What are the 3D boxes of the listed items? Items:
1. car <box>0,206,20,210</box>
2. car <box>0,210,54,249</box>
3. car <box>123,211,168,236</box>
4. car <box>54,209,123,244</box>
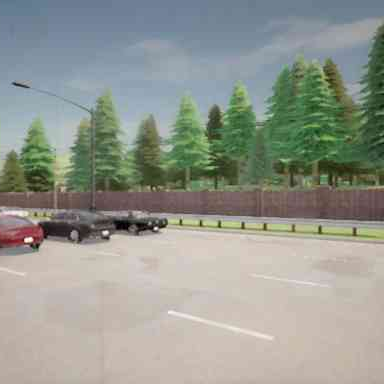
[{"bbox_3d":[-15.975,1.873,28.171,4.718,1.301,1.895,-1,0,36],"label":"car"},{"bbox_3d":[-8.045,1.661,13.917,4.674,1.442,1.812,0,0,36],"label":"car"},{"bbox_3d":[-3.765,1.733,19.459,4.718,1.301,1.895,-1,0,36],"label":"car"},{"bbox_3d":[-5.950,1.642,16.721,4.892,1.490,1.837,0,0,36],"label":"car"}]
